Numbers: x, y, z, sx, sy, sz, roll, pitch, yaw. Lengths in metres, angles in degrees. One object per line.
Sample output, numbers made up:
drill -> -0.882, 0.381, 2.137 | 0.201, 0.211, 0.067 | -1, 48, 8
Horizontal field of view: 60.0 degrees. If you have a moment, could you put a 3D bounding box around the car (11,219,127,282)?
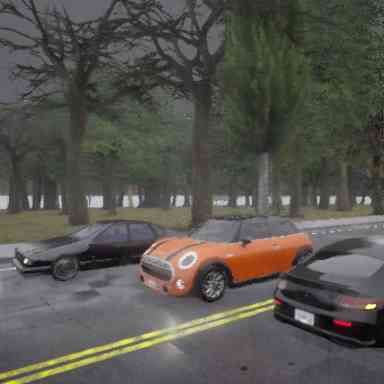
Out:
car -> -2.325, 1.558, 10.011 | 5.357, 1.411, 2.033 | 0, 0, -36

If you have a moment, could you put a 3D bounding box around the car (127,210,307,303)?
car -> 0.989, 1.368, 8.380 | 4.553, 1.767, 2.097 | 0, 0, -35

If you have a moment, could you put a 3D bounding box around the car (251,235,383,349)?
car -> 3.405, 1.543, 5.869 | 4.674, 1.442, 1.812 | 0, 0, -35
